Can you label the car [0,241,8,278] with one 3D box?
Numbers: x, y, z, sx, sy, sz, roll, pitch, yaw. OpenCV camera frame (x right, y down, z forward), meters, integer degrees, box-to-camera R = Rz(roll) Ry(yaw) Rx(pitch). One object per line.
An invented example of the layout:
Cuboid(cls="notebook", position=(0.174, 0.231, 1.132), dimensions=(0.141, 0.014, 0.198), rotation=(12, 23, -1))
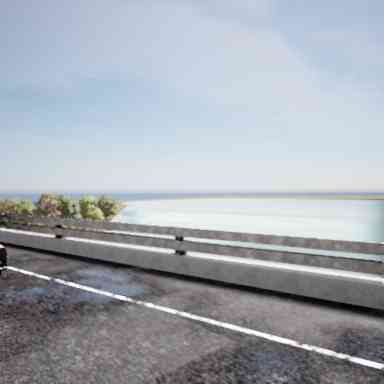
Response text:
Cuboid(cls="car", position=(-6.693, 1.516, 8.687), dimensions=(4.902, 1.511, 2.128), rotation=(0, 0, 36))
